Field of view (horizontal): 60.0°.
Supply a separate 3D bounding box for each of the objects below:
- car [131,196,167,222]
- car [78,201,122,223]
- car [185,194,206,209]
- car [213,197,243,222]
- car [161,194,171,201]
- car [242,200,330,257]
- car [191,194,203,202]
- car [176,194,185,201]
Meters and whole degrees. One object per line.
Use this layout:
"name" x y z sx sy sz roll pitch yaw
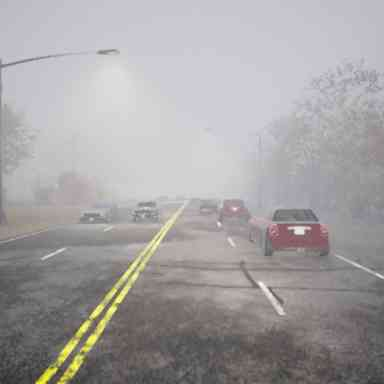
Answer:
"car" -3.176 1.314 24.230 1.837 1.490 4.892 0 1 1
"car" -6.435 1.357 24.015 2.033 1.411 5.357 0 1 1
"car" 0.597 1.107 46.688 2.128 1.511 4.902 0 0 2
"car" 2.860 1.163 24.277 2.097 1.767 4.553 0 0 1
"car" -5.395 1.028 65.850 1.895 1.301 4.718 0 1 2
"car" 3.407 1.257 12.623 2.097 1.767 4.553 0 0 0
"car" 0.924 1.057 59.972 1.994 1.385 4.181 0 1 2
"car" -2.147 1.030 65.732 1.895 1.301 4.718 0 1 2
